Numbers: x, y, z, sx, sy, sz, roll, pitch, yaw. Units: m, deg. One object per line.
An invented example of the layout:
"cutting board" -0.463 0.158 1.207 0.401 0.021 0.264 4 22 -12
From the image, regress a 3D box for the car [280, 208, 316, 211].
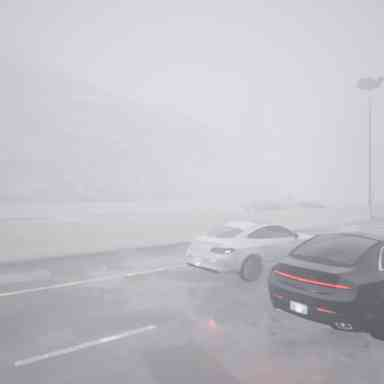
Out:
"car" 10.870 1.586 31.466 5.357 1.411 2.033 0 0 -44

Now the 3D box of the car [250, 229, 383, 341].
"car" 3.551 1.512 6.539 4.892 1.490 1.837 0 0 -37

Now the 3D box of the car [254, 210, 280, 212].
"car" 7.330 1.537 32.978 4.902 1.511 2.128 0 0 -44

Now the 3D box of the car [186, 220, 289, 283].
"car" 1.976 1.540 9.739 4.674 1.442 1.812 0 0 -37
